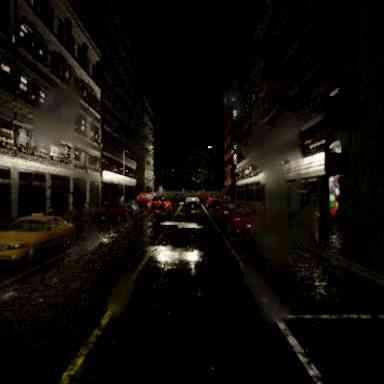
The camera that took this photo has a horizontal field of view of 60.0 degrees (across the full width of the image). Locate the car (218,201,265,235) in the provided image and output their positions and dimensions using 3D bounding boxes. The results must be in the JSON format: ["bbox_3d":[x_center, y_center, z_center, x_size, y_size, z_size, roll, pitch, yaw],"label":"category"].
[{"bbox_3d":[2.699,1.440,17.836,1.887,1.381,4.507,1,0,0],"label":"car"}]

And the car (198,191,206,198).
[{"bbox_3d":[2.687,0.783,91.886,2.192,1.841,5.009,1,0,0],"label":"car"}]

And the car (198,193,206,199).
[{"bbox_3d":[2.684,1.045,86.191,1.887,1.381,4.507,1,0,0],"label":"car"}]

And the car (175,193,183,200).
[{"bbox_3d":[-3.018,1.008,74.438,1.812,1.442,4.674,0,0,0],"label":"car"}]

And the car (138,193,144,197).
[{"bbox_3d":[-5.649,1.078,40.556,2.192,1.841,5.009,1,0,0],"label":"car"}]

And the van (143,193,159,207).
[{"bbox_3d":[-5.651,1.071,46.252,1.690,1.788,3.998,1,0,0],"label":"van"}]

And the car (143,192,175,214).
[{"bbox_3d":[-3.103,1.163,32.193,2.097,1.767,4.553,0,0,0],"label":"car"}]

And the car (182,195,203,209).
[{"bbox_3d":[0.091,1.356,41.792,1.895,1.301,4.718,0,0,0],"label":"car"}]

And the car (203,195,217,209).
[{"bbox_3d":[2.694,1.307,40.621,1.887,1.381,4.507,1,0,0],"label":"car"}]

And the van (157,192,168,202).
[{"bbox_3d":[-5.655,0.972,63.341,1.690,1.788,3.998,1,0,0],"label":"van"}]

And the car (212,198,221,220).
[{"bbox_3d":[2.698,1.406,23.532,1.887,1.381,4.507,1,0,0],"label":"car"}]

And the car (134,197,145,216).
[{"bbox_3d":[-5.651,1.380,29.165,2.008,1.369,4.403,1,0,0],"label":"car"}]

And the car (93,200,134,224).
[{"bbox_3d":[-5.649,1.407,23.469,1.887,1.381,4.507,1,0,0],"label":"car"}]

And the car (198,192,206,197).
[{"bbox_3d":[2.687,1.090,74.968,1.752,1.417,4.829,1,0,0],"label":"car"}]

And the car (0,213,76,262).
[{"bbox_3d":[-5.653,1.455,11.905,1.752,1.417,4.829,1,0,0],"label":"car"}]

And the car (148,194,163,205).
[{"bbox_3d":[-5.654,1.137,51.949,1.967,1.590,4.097,1,0,0],"label":"car"}]

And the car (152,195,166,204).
[{"bbox_3d":[-5.657,1.215,57.647,2.008,1.369,4.403,1,0,0],"label":"car"}]
